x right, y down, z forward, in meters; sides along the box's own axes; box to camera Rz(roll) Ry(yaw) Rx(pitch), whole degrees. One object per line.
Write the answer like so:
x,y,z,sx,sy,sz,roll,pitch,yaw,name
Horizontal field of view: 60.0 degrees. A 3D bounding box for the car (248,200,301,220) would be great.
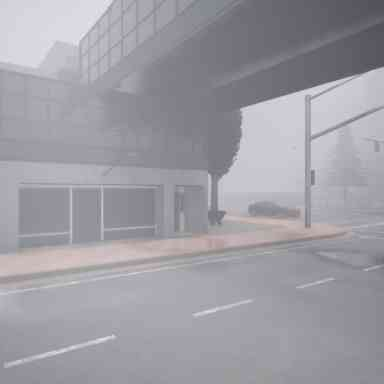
7.051,1.478,28.835,1.882,1.535,5.008,0,0,-36,car
